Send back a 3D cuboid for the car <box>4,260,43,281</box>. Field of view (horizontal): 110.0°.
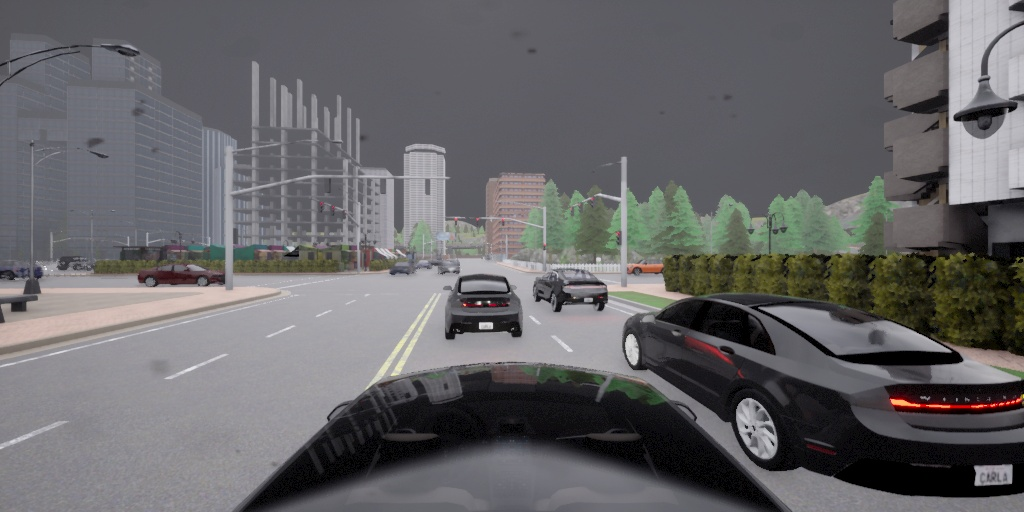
[{"bbox_3d":[-41.481,1.102,29.075,4.553,1.767,2.097,0,0,-5],"label":"car"}]

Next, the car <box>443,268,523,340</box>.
[{"bbox_3d":[-0.867,1.255,10.111,1.837,1.490,4.892,0,0,-7],"label":"car"}]

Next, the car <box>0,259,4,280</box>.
[{"bbox_3d":[-36.313,0.969,22.308,5.566,2.045,2.150,0,0,-5],"label":"car"}]

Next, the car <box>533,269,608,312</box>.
[{"bbox_3d":[2.126,1.242,14.230,2.128,1.511,4.902,0,0,-9],"label":"car"}]

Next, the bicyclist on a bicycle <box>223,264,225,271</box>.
[{"bbox_3d":[-29.555,1.011,37.399,0.582,1.620,1.656,0,5,-5],"label":"bicyclist on a bicycle"}]

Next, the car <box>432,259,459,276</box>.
[{"bbox_3d":[-6.855,1.242,38.251,2.128,1.511,4.902,0,0,-19],"label":"car"}]

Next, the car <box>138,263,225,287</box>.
[{"bbox_3d":[-21.424,1.228,23.635,5.008,1.535,1.882,0,0,-5],"label":"car"}]

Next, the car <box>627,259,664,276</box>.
[{"bbox_3d":[14.019,1.102,37.536,4.553,1.767,2.097,0,0,-5],"label":"car"}]

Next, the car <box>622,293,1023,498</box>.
[{"bbox_3d":[3.109,1.255,4.870,1.837,1.490,4.892,0,0,-4],"label":"car"}]

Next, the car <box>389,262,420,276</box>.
[{"bbox_3d":[-11.218,1.297,37.131,2.033,1.411,5.357,0,0,-6],"label":"car"}]

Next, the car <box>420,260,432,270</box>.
[{"bbox_3d":[-12.902,1.275,52.489,1.812,1.442,4.674,0,0,-6],"label":"car"}]
